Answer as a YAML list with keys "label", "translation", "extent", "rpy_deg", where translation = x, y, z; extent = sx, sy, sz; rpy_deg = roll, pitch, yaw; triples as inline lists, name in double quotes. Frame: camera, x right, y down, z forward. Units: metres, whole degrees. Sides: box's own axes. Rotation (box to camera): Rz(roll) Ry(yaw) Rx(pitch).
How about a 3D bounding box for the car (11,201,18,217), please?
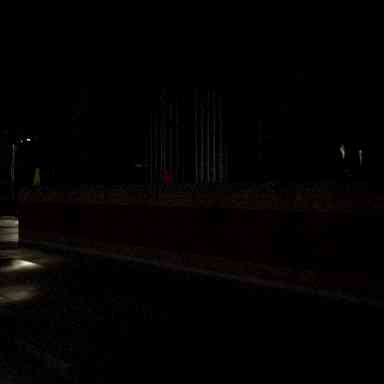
- label: "car"
  translation: [-12.280, 1.603, 28.845]
  extent: [2.033, 1.411, 5.357]
  rpy_deg: [0, 0, 37]

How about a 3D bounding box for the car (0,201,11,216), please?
- label: "car"
  translation: [-16.437, 1.547, 29.125]
  extent: [2.128, 1.511, 4.902]
  rpy_deg: [0, 0, 37]
